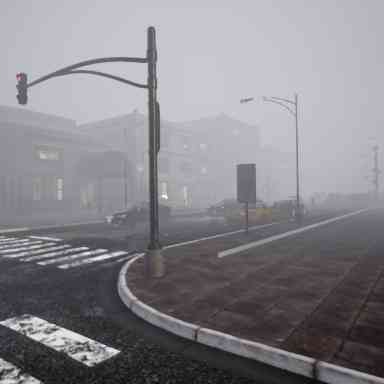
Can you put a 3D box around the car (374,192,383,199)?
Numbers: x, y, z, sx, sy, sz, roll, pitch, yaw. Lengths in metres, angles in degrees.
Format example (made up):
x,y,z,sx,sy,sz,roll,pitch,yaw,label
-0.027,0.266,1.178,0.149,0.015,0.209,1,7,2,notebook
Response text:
x,y,z,sx,sy,sz,roll,pitch,yaw,label
40.172,0.724,70.869,1.947,1.339,4.313,-1,0,36,car

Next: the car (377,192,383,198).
x,y,z,sx,sy,sz,roll,pitch,yaw,label
43.255,0.655,75.090,1.887,1.381,4.507,-1,0,36,car

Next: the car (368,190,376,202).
x,y,z,sx,sy,sz,roll,pitch,yaw,label
27.055,0.863,52.095,1.837,1.490,4.892,-1,0,36,car

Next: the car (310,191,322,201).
x,y,z,sx,sy,sz,roll,pitch,yaw,label
23.627,0.775,62.385,2.192,1.841,5.009,-1,0,36,car

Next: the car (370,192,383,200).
x,y,z,sx,sy,sz,roll,pitch,yaw,label
36.916,0.774,66.396,1.947,1.339,4.313,-1,0,36,car

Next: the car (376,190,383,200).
x,y,z,sx,sy,sz,roll,pitch,yaw,label
33.656,0.573,61.923,2.192,1.841,5.009,-1,0,36,car

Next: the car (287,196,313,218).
x,y,z,sx,sy,sz,roll,pitch,yaw,label
7.604,1.220,26.142,2.008,1.369,4.403,-1,0,36,car

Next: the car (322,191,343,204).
x,y,z,sx,sy,sz,roll,pitch,yaw,label
21.417,0.815,49.529,2.097,1.767,4.553,-1,0,36,car

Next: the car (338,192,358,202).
x,y,z,sx,sy,sz,roll,pitch,yaw,label
26.654,0.873,56.725,2.128,1.511,4.902,-1,0,36,car

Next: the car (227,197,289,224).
x,y,z,sx,sy,sz,roll,pitch,yaw,label
4.447,1.245,21.806,1.752,1.417,4.829,-1,0,36,car

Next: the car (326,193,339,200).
x,y,z,sx,sy,sz,roll,pitch,yaw,label
30.144,0.941,71.331,1.802,1.307,4.206,-1,0,36,car

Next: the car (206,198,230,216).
x,y,z,sx,sy,sz,roll,pitch,yaw,label
3.247,1.369,30.004,1.895,1.301,4.718,-1,0,36,car

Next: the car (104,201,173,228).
x,y,z,sx,sy,sz,roll,pitch,yaw,label
-3.278,1.365,21.028,2.128,1.511,4.902,-1,0,37,car

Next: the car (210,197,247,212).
x,y,z,sx,sy,sz,roll,pitch,yaw,label
3.989,1.296,35.411,1.752,1.417,4.829,-1,0,36,car

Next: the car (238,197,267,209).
x,y,z,sx,sy,sz,roll,pitch,yaw,label
7.346,1.299,40.021,1.802,1.307,4.206,-1,0,36,car

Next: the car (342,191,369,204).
x,y,z,sx,sy,sz,roll,pitch,yaw,label
22.930,0.901,46.440,1.882,1.535,5.008,-1,0,36,car

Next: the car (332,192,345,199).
x,y,z,sx,sy,sz,roll,pitch,yaw,label
33.400,0.749,75.803,1.967,1.590,4.097,-1,0,36,car
